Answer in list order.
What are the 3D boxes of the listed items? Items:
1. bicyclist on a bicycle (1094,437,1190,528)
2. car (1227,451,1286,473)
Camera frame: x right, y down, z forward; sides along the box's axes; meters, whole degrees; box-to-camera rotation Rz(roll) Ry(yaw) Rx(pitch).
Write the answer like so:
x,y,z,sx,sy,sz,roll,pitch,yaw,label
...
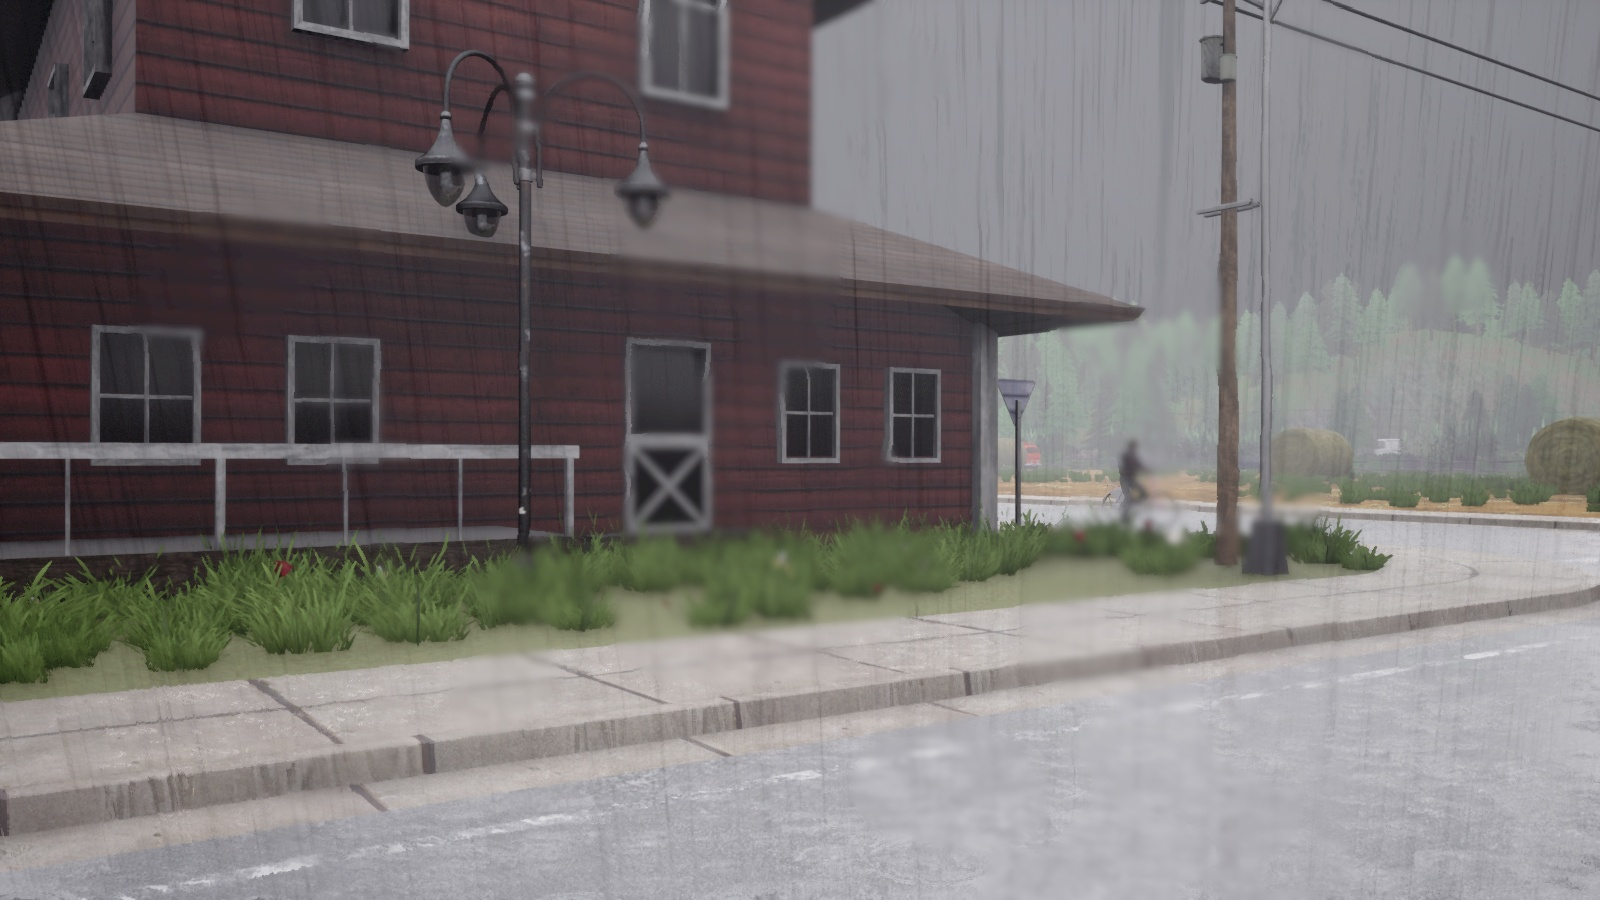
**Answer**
x,y,z,sx,sy,sz,roll,pitch,yaw,label
6.850,0.636,25.217,0.659,1.776,1.843,0,0,-36,bicyclist on a bicycle
32.735,0.840,90.123,1.789,1.549,3.705,0,0,-32,car
